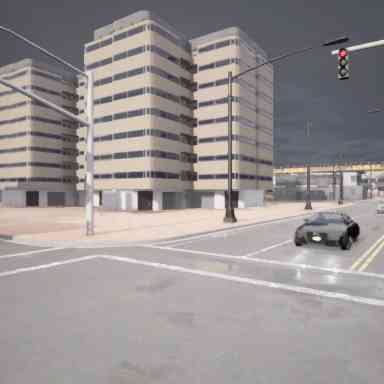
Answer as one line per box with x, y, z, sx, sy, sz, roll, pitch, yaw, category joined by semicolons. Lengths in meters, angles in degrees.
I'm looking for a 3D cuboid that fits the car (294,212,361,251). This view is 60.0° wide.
5.860;1.569;14.216;1.994;1.385;4.181;0;0;35;car

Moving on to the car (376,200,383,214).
20.709;1.528;35.185;1.812;1.442;4.674;0;0;35;car
